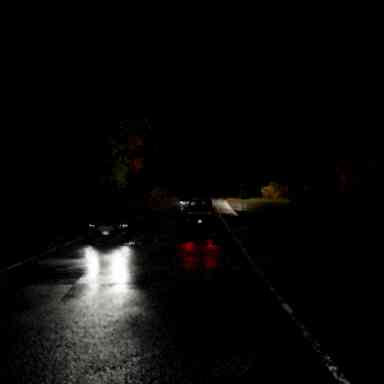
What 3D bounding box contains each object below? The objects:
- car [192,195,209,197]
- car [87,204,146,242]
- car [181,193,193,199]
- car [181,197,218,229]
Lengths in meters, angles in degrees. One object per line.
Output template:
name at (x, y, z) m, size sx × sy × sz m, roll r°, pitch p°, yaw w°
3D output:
car at (1.370, 1.166, 38.396) m, size 2.033 × 1.411 × 5.357 m, roll 0°, pitch 1°, yaw 4°
car at (-3.354, 1.338, 15.571) m, size 2.128 × 1.511 × 4.902 m, roll 0°, pitch 0°, yaw 2°
car at (-0.731, 0.920, 57.992) m, size 1.837 × 1.490 × 4.892 m, roll 0°, pitch 1°, yaw 6°
car at (0.483, 1.298, 19.826) m, size 2.128 × 1.511 × 4.902 m, roll 0°, pitch 1°, yaw 2°
